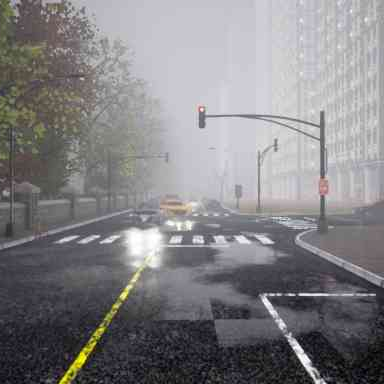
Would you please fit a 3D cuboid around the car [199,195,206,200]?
[{"bbox_3d":[2.918,1.636,93.457,2.008,1.369,4.403,0,0,0],"label":"car"}]

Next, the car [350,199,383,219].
[{"bbox_3d":[14.871,1.261,25.948,4.674,1.442,1.812,-1,0,0],"label":"car"}]

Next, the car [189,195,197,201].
[{"bbox_3d":[0.195,1.437,80.059,1.837,1.490,4.892,0,0,0],"label":"car"}]

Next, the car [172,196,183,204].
[{"bbox_3d":[-2.873,1.547,65.308,1.837,1.490,4.892,0,0,1],"label":"car"}]

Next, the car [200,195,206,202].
[{"bbox_3d":[2.823,1.594,54.031,1.947,1.339,4.313,0,0,0],"label":"car"}]

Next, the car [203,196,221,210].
[{"bbox_3d":[2.795,1.584,42.766,1.947,1.339,4.313,0,0,0],"label":"car"}]

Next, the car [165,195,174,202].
[{"bbox_3d":[-5.488,1.506,82.213,1.967,1.590,4.097,0,0,0],"label":"car"}]

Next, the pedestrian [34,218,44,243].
[{"bbox_3d":[-6.755,1.675,14.744,0.500,1.100,0.500,0,0,0],"label":"pedestrian"}]

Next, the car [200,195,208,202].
[{"bbox_3d":[2.892,1.506,82.192,1.967,1.590,4.097,0,0,0],"label":"car"}]

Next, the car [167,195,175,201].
[{"bbox_3d":[-5.476,1.620,87.845,1.887,1.381,4.507,0,0,0],"label":"car"}]

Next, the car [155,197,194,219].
[{"bbox_3d":[-1.720,1.487,29.909,1.882,1.535,5.008,-1,0,-19],"label":"car"}]

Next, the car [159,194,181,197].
[{"bbox_3d":[-2.978,1.242,47.317,2.150,2.045,5.566,0,0,1],"label":"car"}]

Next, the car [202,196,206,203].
[{"bbox_3d":[2.809,1.588,48.399,1.947,1.339,4.313,0,0,0],"label":"car"}]

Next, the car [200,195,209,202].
[{"bbox_3d":[2.878,1.497,76.561,1.967,1.590,4.097,0,0,0],"label":"car"}]

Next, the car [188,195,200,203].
[{"bbox_3d":[0.170,1.634,70.089,1.895,1.301,4.718,0,0,0],"label":"car"}]

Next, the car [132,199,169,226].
[{"bbox_3d":[-3.044,1.498,23.656,2.128,1.511,4.902,0,0,0],"label":"car"}]

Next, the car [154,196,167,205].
[{"bbox_3d":[-5.543,1.474,59.684,1.967,1.590,4.097,0,0,0],"label":"car"}]
